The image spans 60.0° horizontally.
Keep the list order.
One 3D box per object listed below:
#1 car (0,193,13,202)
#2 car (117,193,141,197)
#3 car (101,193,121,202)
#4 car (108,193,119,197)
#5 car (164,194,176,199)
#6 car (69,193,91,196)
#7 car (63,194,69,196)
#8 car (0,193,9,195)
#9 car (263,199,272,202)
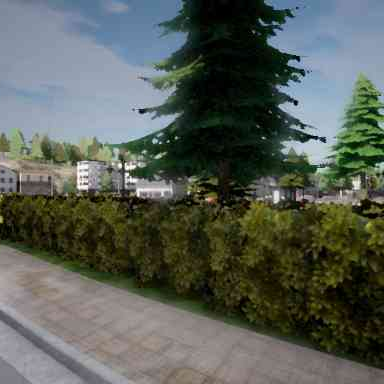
[{"bbox_3d":[-41.120,1.097,71.295,4.605,1.855,1.932,0,0,-45],"label":"car"},{"bbox_3d":[-9.692,1.384,53.878,3.806,1.475,1.970,0,0,-45],"label":"car"},{"bbox_3d":[-17.552,1.077,72.095,3.866,1.878,1.905,0,0,-45],"label":"car"},{"bbox_3d":[-15.223,1.097,70.309,4.605,1.855,1.932,0,0,-45],"label":"car"},{"bbox_3d":[-2.224,1.221,37.422,5.566,2.045,2.150,0,0,-45],"label":"car"},{"bbox_3d":[-26.512,1.153,81.228,5.027,1.636,2.152,0,0,-45],"label":"car"},{"bbox_3d":[-31.237,1.232,85.583,3.806,1.475,1.970,0,0,-45],"label":"car"},{"bbox_3d":[-23.119,1.330,40.911,5.027,1.636,2.152,0,0,-45],"label":"car"},{"bbox_3d":[9.908,1.478,44.336,5.008,1.535,1.882,0,0,-45],"label":"car"}]
